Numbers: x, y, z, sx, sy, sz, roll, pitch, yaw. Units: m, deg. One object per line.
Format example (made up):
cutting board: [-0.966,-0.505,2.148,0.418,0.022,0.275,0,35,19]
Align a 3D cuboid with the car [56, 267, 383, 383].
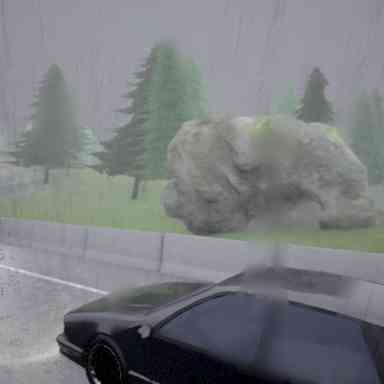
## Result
car: [0.919,1.546,3.337,5.357,1.411,2.033,0,0,35]
